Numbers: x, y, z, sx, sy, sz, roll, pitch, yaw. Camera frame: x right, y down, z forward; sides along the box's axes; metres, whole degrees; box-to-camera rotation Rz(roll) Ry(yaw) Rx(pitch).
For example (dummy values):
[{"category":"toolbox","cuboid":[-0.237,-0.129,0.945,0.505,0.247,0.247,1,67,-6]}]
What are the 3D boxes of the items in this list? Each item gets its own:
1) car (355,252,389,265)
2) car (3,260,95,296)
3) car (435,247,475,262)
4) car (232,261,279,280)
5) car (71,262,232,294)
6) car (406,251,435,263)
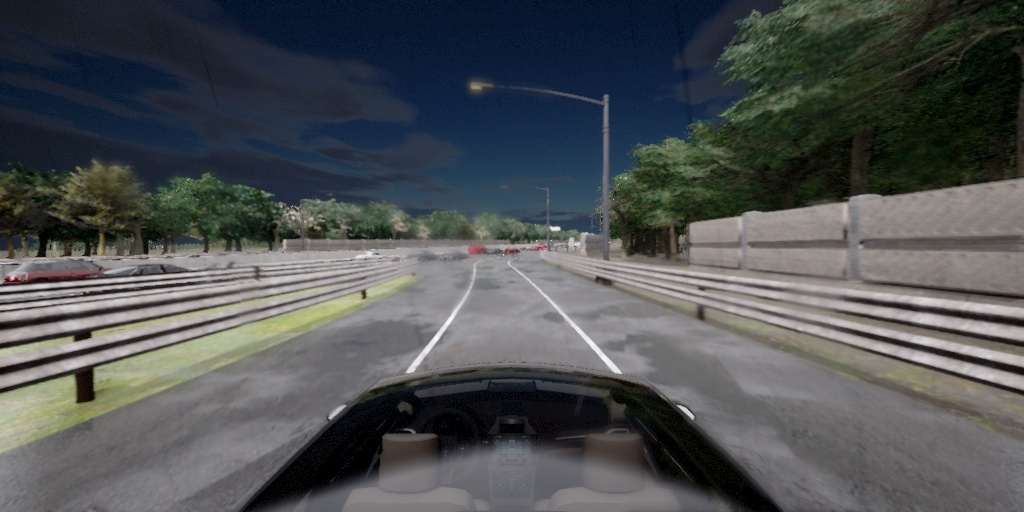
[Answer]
[{"category":"car","cuboid":[-15.892,0.225,41.003,1.812,1.442,4.674,0,2,19]},{"category":"car","cuboid":[-23.348,0.996,19.287,2.097,1.767,4.553,0,2,19]},{"category":"car","cuboid":[-7.068,-0.039,45.151,2.033,1.411,5.357,0,2,19]},{"category":"car","cuboid":[-18.084,0.990,23.838,1.895,1.301,4.718,0,2,19]},{"category":"car","cuboid":[-16.712,1.126,17.059,1.837,1.490,4.892,0,2,19]},{"category":"car","cuboid":[-10.928,0.035,44.681,2.033,1.411,5.357,0,2,19]}]
